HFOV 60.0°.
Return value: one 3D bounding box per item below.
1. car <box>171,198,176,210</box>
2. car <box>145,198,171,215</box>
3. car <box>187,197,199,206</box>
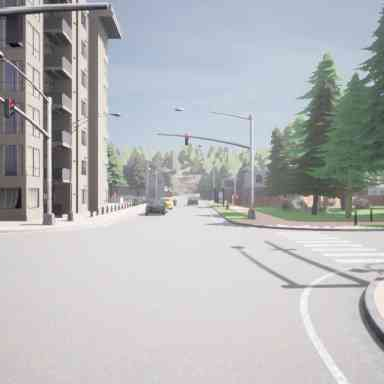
[{"bbox_3d":[-3.476,1.476,43.431,1.882,1.535,5.008,0,0,0],"label":"car"},{"bbox_3d":[-3.512,1.476,33.470,1.882,1.535,5.008,0,0,0],"label":"car"},{"bbox_3d":[0.148,1.545,55.654,2.033,1.411,5.357,0,0,0],"label":"car"}]
